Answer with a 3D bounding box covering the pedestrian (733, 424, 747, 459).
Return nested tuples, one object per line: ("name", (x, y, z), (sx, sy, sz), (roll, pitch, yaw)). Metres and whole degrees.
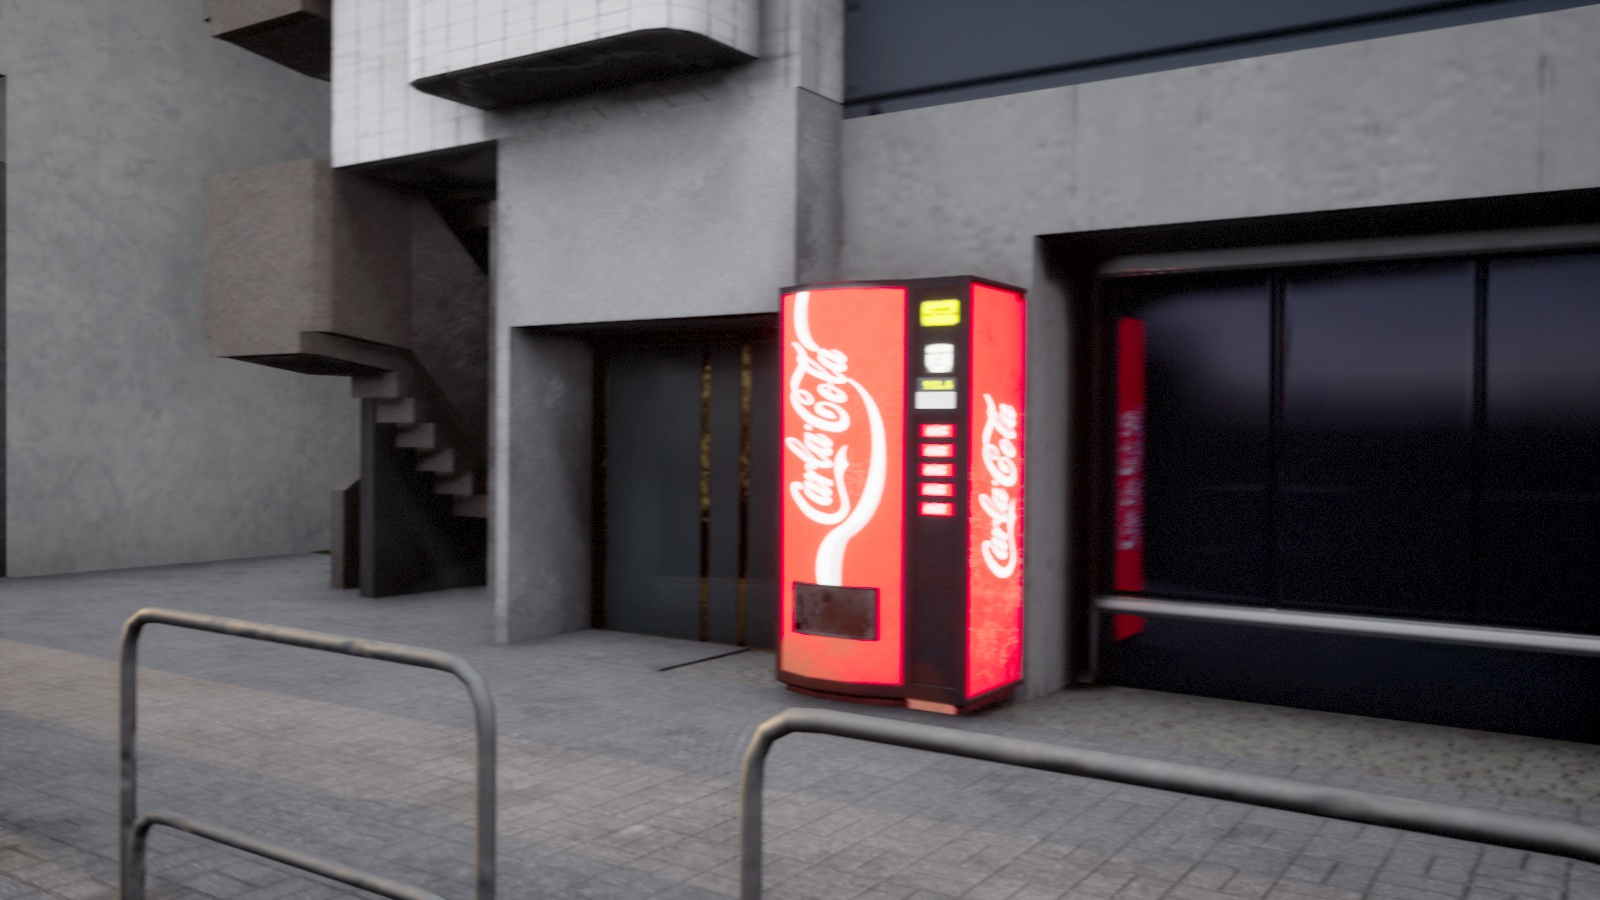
("pedestrian", (-3.183, -0.450, 66.824), (0.376, 1.854, 0.720), (0, 1, 33))
